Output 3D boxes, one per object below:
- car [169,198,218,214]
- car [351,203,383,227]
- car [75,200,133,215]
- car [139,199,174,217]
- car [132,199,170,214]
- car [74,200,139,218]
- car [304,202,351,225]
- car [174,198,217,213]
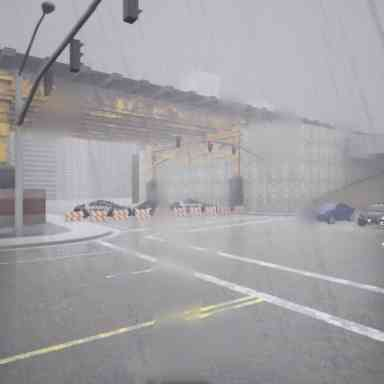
[{"bbox_3d":[0.129,1.447,35.259,4.974,1.542,2.038,0,0,-7],"label":"car"},{"bbox_3d":[12.516,1.501,21.665,4.892,1.490,1.837,1,-1,-41],"label":"car"},{"bbox_3d":[-7.575,1.292,28.817,4.536,1.218,1.853,0,0,8],"label":"car"},{"bbox_3d":[-3.780,1.449,31.497,2.038,1.542,4.974,0,0,18],"label":"car"},{"bbox_3d":[-3.764,1.291,31.547,1.853,1.218,4.536,0,0,18],"label":"car"},{"bbox_3d":[-7.524,1.450,28.811,4.974,1.542,2.038,0,0,8],"label":"car"},{"bbox_3d":[10.009,1.472,24.105,5.008,1.535,1.882,0,0,-41],"label":"car"},{"bbox_3d":[0.077,1.290,35.252,4.536,1.218,1.853,0,0,-7],"label":"car"}]
